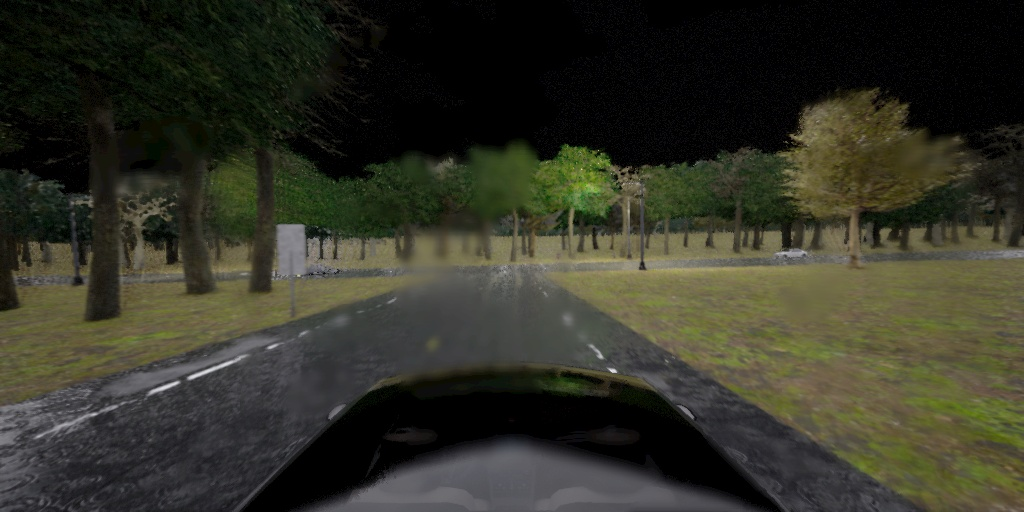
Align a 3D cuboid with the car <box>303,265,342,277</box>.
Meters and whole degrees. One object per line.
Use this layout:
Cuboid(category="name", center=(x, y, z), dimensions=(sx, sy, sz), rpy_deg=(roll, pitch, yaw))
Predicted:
Cuboid(category="car", center=(-25.415, 1.919, 47.232), dimensions=(5.357, 1.411, 2.033), rpy_deg=(-1, 3, 0))
